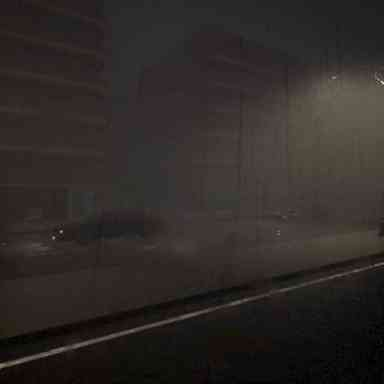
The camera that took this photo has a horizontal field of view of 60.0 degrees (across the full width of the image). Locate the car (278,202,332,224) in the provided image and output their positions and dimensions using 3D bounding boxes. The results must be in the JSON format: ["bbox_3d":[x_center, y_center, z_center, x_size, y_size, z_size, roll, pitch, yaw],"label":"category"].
[{"bbox_3d":[8.213,1.444,23.963,4.674,1.442,1.812,0,0,-35],"label":"car"}]

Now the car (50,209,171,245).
[{"bbox_3d":[-3.638,1.522,15.520,5.357,1.411,2.033,0,0,-35],"label":"car"}]
